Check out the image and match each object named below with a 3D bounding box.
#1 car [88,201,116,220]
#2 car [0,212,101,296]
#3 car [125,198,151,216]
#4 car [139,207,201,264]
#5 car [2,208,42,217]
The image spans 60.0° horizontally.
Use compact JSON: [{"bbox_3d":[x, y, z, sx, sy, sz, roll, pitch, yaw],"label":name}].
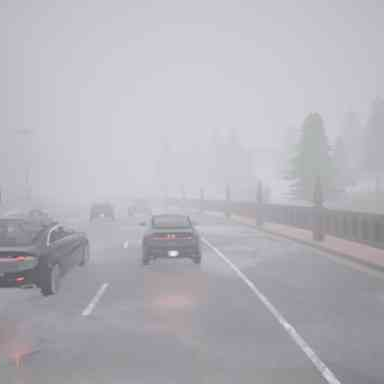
[{"bbox_3d":[-7.438,1.515,27.513,1.837,1.490,4.892,0,0,-15],"label":"car"},{"bbox_3d":[-3.993,1.501,8.592,2.128,1.511,4.902,0,0,-5],"label":"car"},{"bbox_3d":[-5.339,1.351,32.596,2.097,1.767,4.553,0,0,-17],"label":"car"},{"bbox_3d":[-0.807,1.500,11.886,1.837,1.490,4.892,0,0,-7],"label":"car"},{"bbox_3d":[-8.708,1.547,17.452,1.812,1.442,4.674,0,0,-10],"label":"car"}]
